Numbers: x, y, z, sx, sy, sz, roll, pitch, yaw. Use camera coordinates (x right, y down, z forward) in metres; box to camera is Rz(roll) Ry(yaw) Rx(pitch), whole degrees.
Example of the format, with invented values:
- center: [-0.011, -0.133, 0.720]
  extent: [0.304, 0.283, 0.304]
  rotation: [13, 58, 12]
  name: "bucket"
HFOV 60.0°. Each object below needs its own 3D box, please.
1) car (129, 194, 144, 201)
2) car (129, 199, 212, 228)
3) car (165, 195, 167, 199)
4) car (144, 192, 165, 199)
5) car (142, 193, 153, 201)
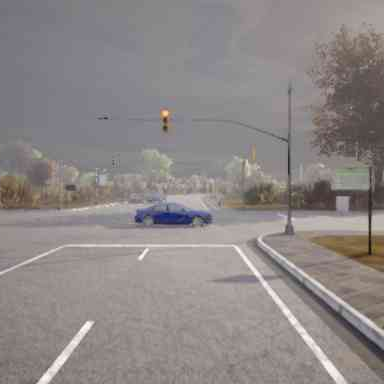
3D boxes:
- center: [-10.408, 1.188, 61.948]
  extent: [2.097, 1.767, 4.553]
  rotation: [0, 0, 1]
  name: "car"
- center: [-1.191, 1.439, 21.374]
  extent: [5.008, 1.535, 1.882]
  rotation: [0, 0, 3]
  name: "car"
- center: [-6.837, 1.328, 77.576]
  extent: [2.033, 1.411, 5.357]
  rotation: [0, 0, 0]
  name: "car"
- center: [-6.905, 1.059, 61.775]
  extent: [2.150, 2.045, 5.566]
  rotation: [0, 0, 1]
  name: "car"
- center: [-10.337, 1.144, 77.428]
  extent: [2.097, 1.767, 4.553]
  rotation: [0, 0, 0]
  name: "car"
